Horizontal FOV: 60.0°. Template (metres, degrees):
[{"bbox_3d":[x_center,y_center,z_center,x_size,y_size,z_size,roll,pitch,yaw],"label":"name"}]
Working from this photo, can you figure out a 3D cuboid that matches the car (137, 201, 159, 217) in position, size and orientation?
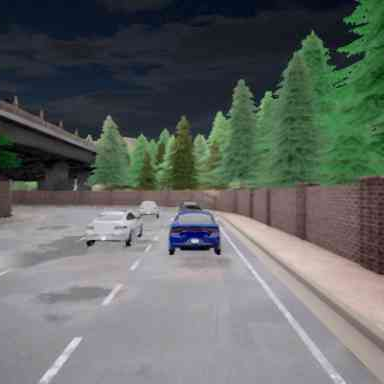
[{"bbox_3d":[-4.095,1.555,30.863,1.812,1.442,4.674,0,0,-9],"label":"car"}]

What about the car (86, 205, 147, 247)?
[{"bbox_3d":[-3.415,1.540,15.113,1.812,1.442,4.674,0,0,0],"label":"car"}]

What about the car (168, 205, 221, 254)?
[{"bbox_3d":[0.100,1.491,13.598,1.882,1.535,5.008,0,0,0],"label":"car"}]

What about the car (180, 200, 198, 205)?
[{"bbox_3d":[-0.282,1.533,29.893,1.837,1.490,4.892,0,0,-5],"label":"car"}]
